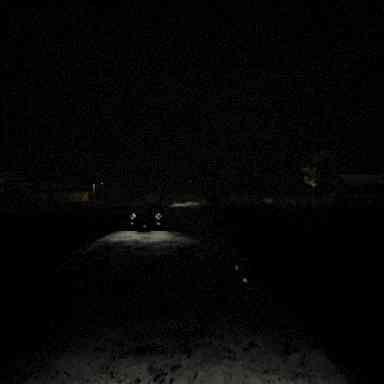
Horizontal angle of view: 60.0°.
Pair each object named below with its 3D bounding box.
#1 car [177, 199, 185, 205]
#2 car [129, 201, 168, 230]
[{"bbox_3d":[-2.763,2.435,82.155,1.895,1.301,4.718,0,-1,0],"label":"car"},{"bbox_3d":[-2.822,1.499,22.234,2.097,1.767,4.553,0,0,0],"label":"car"}]
